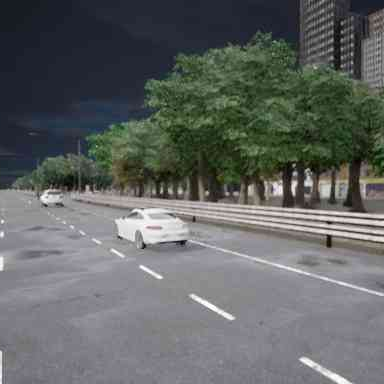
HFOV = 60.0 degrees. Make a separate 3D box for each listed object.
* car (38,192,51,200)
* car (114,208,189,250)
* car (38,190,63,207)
[{"bbox_3d":[-29.477,0.834,66.491,1.812,1.442,4.674,0,1,-18],"label":"car"},{"bbox_3d":[-1.772,1.382,13.663,1.812,1.442,4.674,0,1,-29],"label":"car"},{"bbox_3d":[-17.818,0.782,42.190,2.150,2.045,5.566,0,1,-29],"label":"car"}]
